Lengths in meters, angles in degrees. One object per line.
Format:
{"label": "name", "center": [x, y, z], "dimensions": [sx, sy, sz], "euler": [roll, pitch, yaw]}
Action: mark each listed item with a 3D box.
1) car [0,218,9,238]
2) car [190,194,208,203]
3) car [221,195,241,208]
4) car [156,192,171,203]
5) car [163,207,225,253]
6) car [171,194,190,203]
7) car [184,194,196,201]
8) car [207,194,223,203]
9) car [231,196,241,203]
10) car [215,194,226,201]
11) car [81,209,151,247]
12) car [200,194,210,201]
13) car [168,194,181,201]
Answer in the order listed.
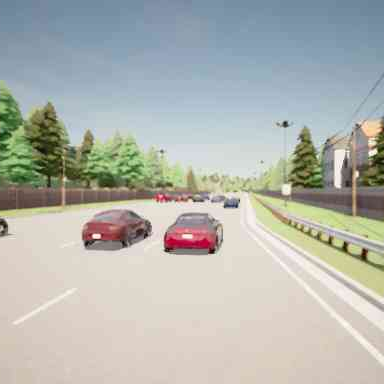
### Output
{"label": "car", "center": [-10.306, 1.462, 14.679], "dimensions": [1.837, 1.490, 4.892], "euler": [0, 0, 9]}
{"label": "car", "center": [1.377, 1.412, 65.531], "dimensions": [1.994, 1.385, 4.181], "euler": [0, 0, 9]}
{"label": "car", "center": [5.521, 1.459, 46.702], "dimensions": [1.994, 1.385, 4.181], "euler": [0, 0, 9]}
{"label": "car", "center": [-5.594, 1.063, 66.268], "dimensions": [2.150, 2.045, 5.566], "euler": [0, 0, 9]}
{"label": "car", "center": [0.172, 1.532, 13.701], "dimensions": [1.994, 1.385, 4.181], "euler": [0, 0, 9]}
{"label": "car", "center": [-2.082, 1.196, 66.060], "dimensions": [2.097, 1.767, 4.553], "euler": [0, 0, 9]}
{"label": "car", "center": [-0.477, 1.132, 75.964], "dimensions": [1.882, 1.535, 5.008], "euler": [0, 0, 9]}
{"label": "car", "center": [4.766, 1.401, 64.559], "dimensions": [2.033, 1.411, 5.357], "euler": [0, 0, 9]}
{"label": "car", "center": [8.863, 1.451, 67.353], "dimensions": [1.895, 1.301, 4.718], "euler": [0, 0, 9]}
{"label": "car", "center": [6.432, 1.216, 74.845], "dimensions": [1.994, 1.385, 4.181], "euler": [0, 0, 9]}
{"label": "car", "center": [-3.217, 1.489, 14.749], "dimensions": [1.812, 1.442, 4.674], "euler": [0, 0, 9]}
{"label": "car", "center": [2.977, 1.183, 75.405], "dimensions": [1.812, 1.442, 4.674], "euler": [0, 0, 9]}
{"label": "car", "center": [-3.932, 1.176, 76.524], "dimensions": [2.128, 1.511, 4.902], "euler": [0, 0, 9]}
